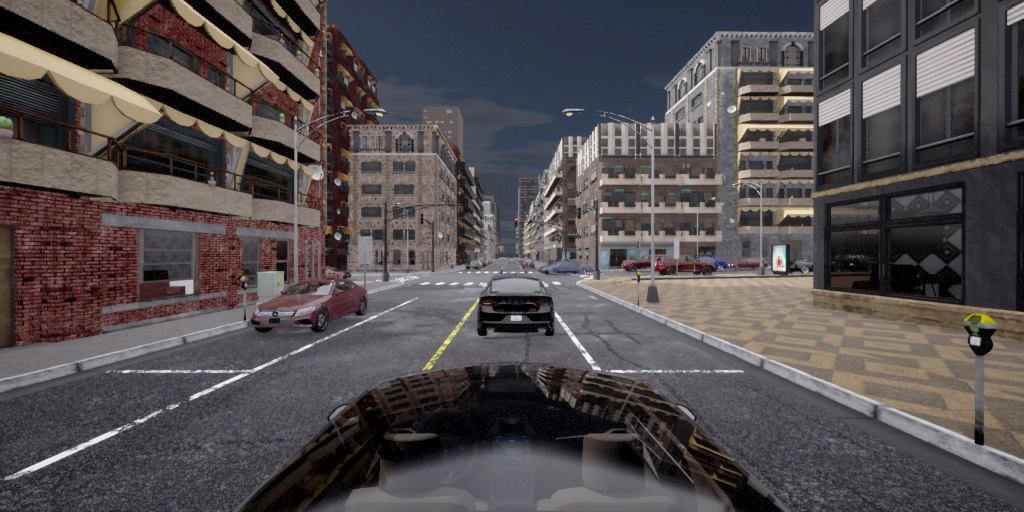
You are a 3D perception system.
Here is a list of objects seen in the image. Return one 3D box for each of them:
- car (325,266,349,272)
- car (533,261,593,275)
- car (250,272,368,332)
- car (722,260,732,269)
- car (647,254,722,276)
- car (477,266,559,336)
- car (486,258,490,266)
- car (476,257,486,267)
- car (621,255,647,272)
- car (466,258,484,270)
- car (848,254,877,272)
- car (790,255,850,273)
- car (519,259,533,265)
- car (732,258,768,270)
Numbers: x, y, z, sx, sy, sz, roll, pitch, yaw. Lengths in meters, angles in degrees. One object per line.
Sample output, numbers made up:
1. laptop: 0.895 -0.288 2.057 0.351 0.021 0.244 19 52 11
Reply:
1. car: -17.187 1.610 33.046 4.181 1.385 1.994 -1 0 -1
2. car: 5.243 1.176 35.497 5.357 1.411 2.033 -1 0 -14
3. car: -5.744 1.332 10.763 1.802 1.307 4.207 0 0 0
4. car: 19.142 0.846 36.581 5.008 1.535 1.882 -1 0 -1
5. car: 14.700 0.778 30.750 5.009 1.841 2.192 0 0 -1
6. car: 0.096 1.227 10.424 1.882 1.535 5.008 0 0 0
7. car: -5.712 1.086 64.151 2.192 1.841 5.009 0 0 0
8. car: -5.710 1.293 58.299 1.751 1.417 4.829 0 0 0
9. car: 14.562 0.764 39.129 5.009 1.841 2.192 0 0 -1
10. car: -5.708 1.330 52.786 1.948 1.339 4.313 0 0 0
11. car: 31.340 0.717 30.901 4.313 1.339 1.948 0 0 -1
12. car: 25.793 0.822 30.850 4.313 1.339 1.948 0 0 -1
13. car: 2.670 1.207 58.474 1.967 1.591 4.097 0 0 0
14. car: 25.654 0.824 39.230 4.207 1.307 1.802 0 0 -1
